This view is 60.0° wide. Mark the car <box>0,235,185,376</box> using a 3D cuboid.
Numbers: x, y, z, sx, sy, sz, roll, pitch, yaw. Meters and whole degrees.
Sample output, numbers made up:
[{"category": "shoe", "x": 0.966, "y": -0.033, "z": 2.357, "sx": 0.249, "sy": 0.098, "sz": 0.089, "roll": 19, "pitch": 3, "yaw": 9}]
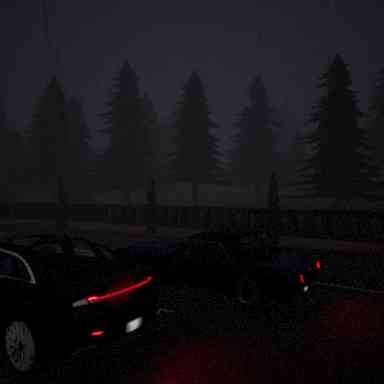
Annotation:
[{"category": "car", "x": -2.791, "y": 1.480, "z": 5.543, "sx": 4.902, "sy": 1.511, "sz": 2.128, "roll": 0, "pitch": 0, "yaw": 32}]

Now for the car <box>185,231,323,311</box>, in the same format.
[{"category": "car", "x": 0.387, "y": 1.580, "z": 7.728, "sx": 4.718, "sy": 1.301, "sz": 1.895, "roll": 0, "pitch": 0, "yaw": 33}]
